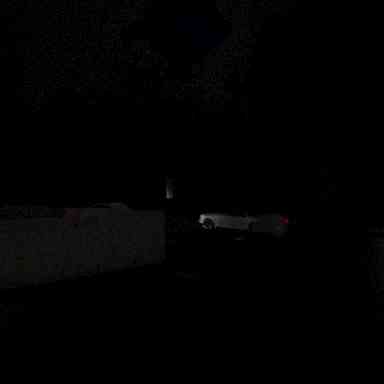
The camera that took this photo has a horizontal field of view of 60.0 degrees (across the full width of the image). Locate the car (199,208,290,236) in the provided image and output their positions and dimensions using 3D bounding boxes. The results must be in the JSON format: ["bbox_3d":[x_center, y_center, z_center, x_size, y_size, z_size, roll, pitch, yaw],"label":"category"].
[{"bbox_3d":[2.622,1.473,17.702,4.718,1.301,1.895,1,1,42],"label":"car"}]

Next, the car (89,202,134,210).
[{"bbox_3d":[-4.486,1.349,19.443,4.674,1.442,1.812,1,1,32],"label":"car"}]
